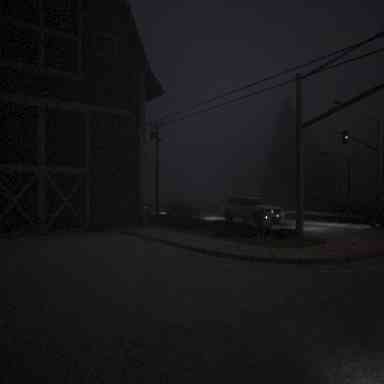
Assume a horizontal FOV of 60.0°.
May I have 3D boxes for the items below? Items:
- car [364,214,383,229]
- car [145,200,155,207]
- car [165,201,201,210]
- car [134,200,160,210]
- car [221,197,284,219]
[{"bbox_3d":[13.275,1.724,20.442,1.895,1.301,4.718,0,0,-34],"label":"car"},{"bbox_3d":[-6.361,1.781,42.546,1.837,1.490,4.892,0,0,-34],"label":"car"},{"bbox_3d":[-0.975,1.705,34.684,1.882,1.535,5.008,0,0,-35],"label":"car"},{"bbox_3d":[-6.790,1.917,49.519,1.895,1.301,4.718,0,0,-34],"label":"car"},{"bbox_3d":[4.665,1.398,26.457,2.150,2.045,5.566,0,0,-34],"label":"car"}]
